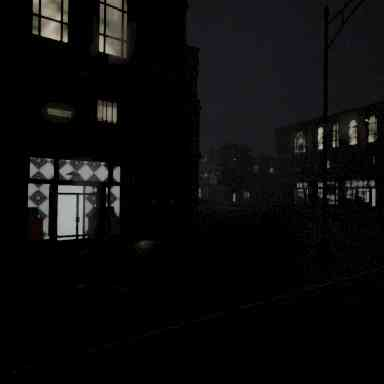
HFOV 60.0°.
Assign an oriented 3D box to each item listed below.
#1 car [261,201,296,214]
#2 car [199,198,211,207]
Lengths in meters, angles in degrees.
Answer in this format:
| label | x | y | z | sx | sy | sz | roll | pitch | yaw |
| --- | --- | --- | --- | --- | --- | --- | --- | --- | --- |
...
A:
| label | x | y | z | sx | sy | sz | roll | pitch | yaw |
| --- | --- | --- | --- | --- | --- | --- | --- | --- | --- |
| car | 9.443 | 1.622 | 36.634 | 2.008 | 1.369 | 4.403 | 1 | -1 | -27 |
| car | 1.376 | 1.619 | 52.117 | 1.887 | 1.381 | 4.507 | 1 | -1 | -27 |
